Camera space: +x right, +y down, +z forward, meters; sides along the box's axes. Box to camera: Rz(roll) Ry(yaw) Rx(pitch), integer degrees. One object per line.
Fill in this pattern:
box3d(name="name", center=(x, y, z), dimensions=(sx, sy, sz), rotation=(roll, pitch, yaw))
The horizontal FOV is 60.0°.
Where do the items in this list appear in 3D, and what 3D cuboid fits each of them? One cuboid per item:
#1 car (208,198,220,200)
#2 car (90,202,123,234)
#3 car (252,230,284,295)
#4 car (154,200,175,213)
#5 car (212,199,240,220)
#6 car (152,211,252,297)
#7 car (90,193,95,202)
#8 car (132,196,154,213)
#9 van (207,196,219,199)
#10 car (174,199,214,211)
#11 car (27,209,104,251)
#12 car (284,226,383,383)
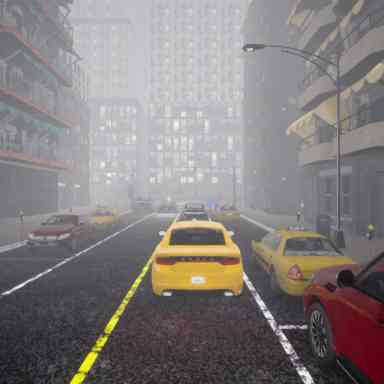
box3d(name="car", center=(2.640, 1.535, 31.077), dimensions=(1.752, 1.417, 4.829), rotation=(0, 0, 0))
box3d(name="car", center=(-5.266, 1.530, 19.474), dimensions=(1.752, 1.417, 4.829), rotation=(0, 0, 0))
box3d(name="car", center=(2.589, 1.527, 8.516), dimensions=(1.752, 1.417, 4.829), rotation=(0, 0, 0))
box3d(name="car", center=(-2.670, 1.579, 36.790), dimensions=(1.994, 1.385, 4.181), rotation=(0, 0, 0))
box3d(name="car", center=(2.627, 1.532, 25.437), dimensions=(1.752, 1.417, 4.829), rotation=(0, 0, 0))
box3d(name="car", center=(0.121, 1.479, 8.628), dimensions=(1.882, 1.535, 5.008), rotation=(0, 0, 0))
box3d(name="car", center=(-20.731, 1.132, 62.218), dimensions=(5.009, 1.841, 2.192), rotation=(1, -1, 0))
box3d(name="car", center=(-5.227, 1.329, 36.566), dimensions=(2.192, 1.841, 5.009), rotation=(0, 0, 0))
box3d(name="van", center=(2.666, 1.359, 42.188), dimensions=(1.690, 1.788, 3.998), rotation=(0, 0, 0))
box3d(name="car", center=(0.149, 1.497, 22.876), dimensions=(2.128, 1.511, 4.902), rotation=(0, 0, 0))
box3d(name="car", center=(-5.279, 1.584, 14.003), dimensions=(1.802, 1.307, 4.206), rotation=(0, 0, 0))
box3d(name="car", center=(2.577, 1.315, 2.705), dimensions=(2.192, 1.841, 5.009), rotation=(0, 0, 0))
